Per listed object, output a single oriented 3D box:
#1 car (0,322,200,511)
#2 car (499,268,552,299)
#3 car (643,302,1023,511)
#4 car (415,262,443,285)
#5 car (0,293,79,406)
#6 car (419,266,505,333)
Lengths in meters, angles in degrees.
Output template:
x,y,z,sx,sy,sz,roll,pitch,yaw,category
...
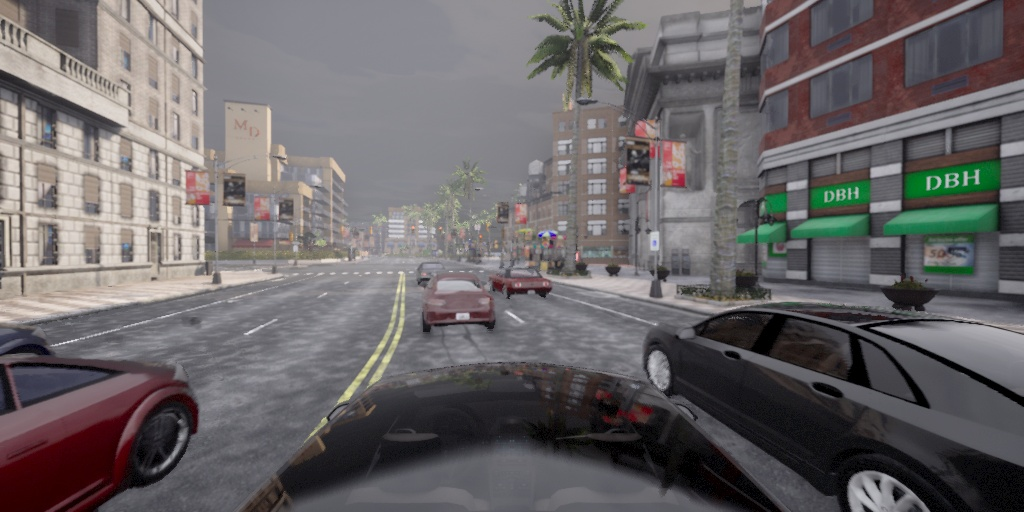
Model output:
x,y,z,sx,sy,sz,roll,pitch,yaw,category
-3.894,1.313,1.701,1.994,1.385,4.181,0,1,-5,car
0.217,1.192,17.007,1.895,1.301,4.718,0,1,-15,car
3.112,1.234,3.682,1.837,1.490,4.892,0,0,-6,car
-5.295,1.069,23.536,2.033,1.411,5.357,0,1,-16,car
-7.570,1.294,3.476,1.994,1.385,4.181,0,1,-8,car
-1.656,1.185,10.389,1.812,1.442,4.674,0,1,-14,car
